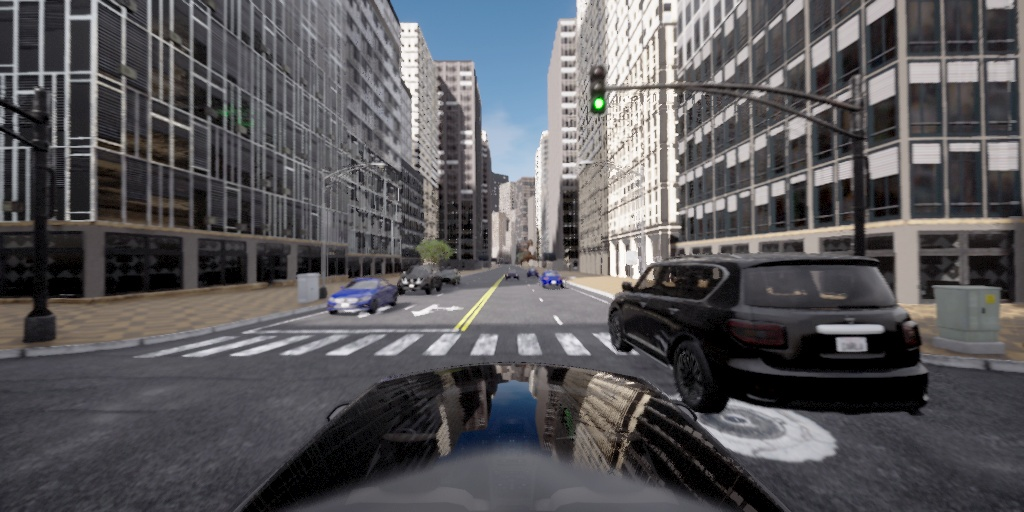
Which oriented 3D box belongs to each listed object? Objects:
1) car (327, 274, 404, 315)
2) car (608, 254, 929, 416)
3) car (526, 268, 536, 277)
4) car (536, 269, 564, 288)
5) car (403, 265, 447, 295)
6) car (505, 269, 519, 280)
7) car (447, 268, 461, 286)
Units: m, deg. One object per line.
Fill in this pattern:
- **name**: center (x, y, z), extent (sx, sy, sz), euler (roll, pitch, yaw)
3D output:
- **car**: center (-6.588, 1.724, 16.356), extent (1.812, 1.442, 4.674), euler (-1, -1, -2)
- **car**: center (3.353, 1.034, 6.220), extent (2.150, 2.045, 5.566), euler (0, -1, 0)
- **car**: center (3.357, 2.706, 58.360), extent (1.812, 1.442, 4.674), euler (-1, -1, 0)
- **car**: center (3.363, 2.013, 31.234), extent (1.812, 1.442, 4.674), euler (-1, -1, 0)
- **car**: center (-6.569, 1.677, 26.324), extent (2.150, 2.045, 5.566), euler (-1, -1, 1)
- **car**: center (0.023, 2.554, 48.108), extent (1.895, 1.301, 4.718), euler (-1, -1, 0)
- **car**: center (-6.488, 2.070, 36.533), extent (2.097, 1.767, 4.553), euler (-1, -1, 0)
